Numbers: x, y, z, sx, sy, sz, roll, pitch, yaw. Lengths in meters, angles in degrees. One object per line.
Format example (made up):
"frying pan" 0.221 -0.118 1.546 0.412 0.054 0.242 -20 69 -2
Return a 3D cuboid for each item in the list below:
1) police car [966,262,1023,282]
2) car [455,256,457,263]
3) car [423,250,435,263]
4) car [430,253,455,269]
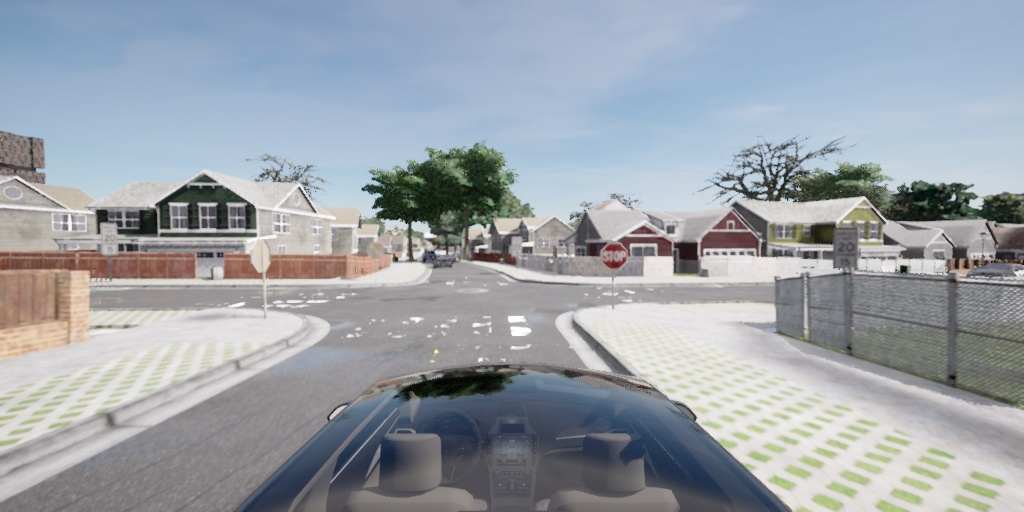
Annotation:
"police car" 35.038 1.234 25.688 4.974 1.542 2.038 0 2 -17
"car" -10.180 0.366 58.324 2.128 1.511 4.902 -1 1 -18
"car" -14.248 0.053 61.966 2.150 2.045 5.566 -1 1 -17
"car" -7.953 0.721 40.983 1.994 1.385 4.181 -1 1 -14
